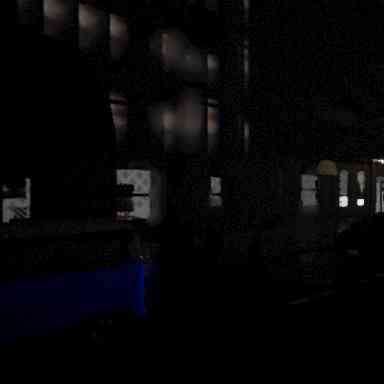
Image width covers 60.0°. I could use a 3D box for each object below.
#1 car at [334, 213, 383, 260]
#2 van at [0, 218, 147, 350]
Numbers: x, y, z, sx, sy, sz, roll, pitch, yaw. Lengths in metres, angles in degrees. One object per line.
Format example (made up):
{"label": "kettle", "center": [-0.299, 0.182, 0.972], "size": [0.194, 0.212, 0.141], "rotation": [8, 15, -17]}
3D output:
{"label": "car", "center": [6.648, 1.427, 11.292], "size": [4.313, 1.339, 1.947], "rotation": [-1, 1, -35]}
{"label": "van", "center": [-2.617, 1.336, 4.683], "size": [3.998, 1.788, 1.690], "rotation": [-1, 1, -35]}
